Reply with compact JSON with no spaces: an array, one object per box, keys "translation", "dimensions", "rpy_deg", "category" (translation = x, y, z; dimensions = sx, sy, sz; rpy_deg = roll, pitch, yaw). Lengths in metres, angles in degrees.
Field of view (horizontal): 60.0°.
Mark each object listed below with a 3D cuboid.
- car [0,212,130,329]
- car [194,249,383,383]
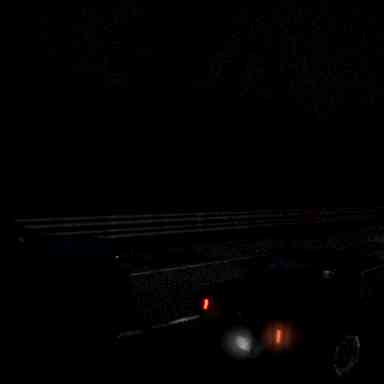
[{"translation":[-3.820,1.219,5.322],"dimensions":[5.566,2.045,2.150],"rpy_deg":[0,0,-36],"category":"car"},{"translation":[2.450,1.643,5.494],"dimensions":[4.718,1.301,1.895],"rpy_deg":[1,0,-35],"category":"car"}]
